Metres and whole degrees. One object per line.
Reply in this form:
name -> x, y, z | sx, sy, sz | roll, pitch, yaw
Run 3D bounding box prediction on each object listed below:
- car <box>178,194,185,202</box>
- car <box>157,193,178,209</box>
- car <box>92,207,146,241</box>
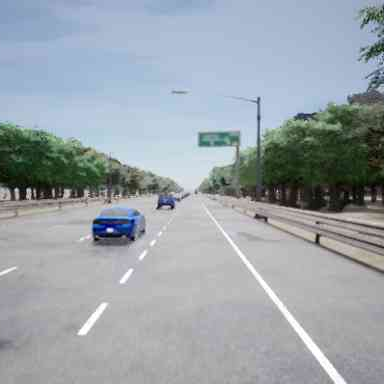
car -> -3.281, 1.549, 75.738 | 1.895, 1.301, 4.718 | 0, 0, 0
car -> -3.403, 1.203, 44.573 | 2.150, 2.045, 5.566 | 0, 0, 0
car -> -3.486, 1.479, 16.624 | 1.882, 1.535, 5.008 | 0, 0, 0
